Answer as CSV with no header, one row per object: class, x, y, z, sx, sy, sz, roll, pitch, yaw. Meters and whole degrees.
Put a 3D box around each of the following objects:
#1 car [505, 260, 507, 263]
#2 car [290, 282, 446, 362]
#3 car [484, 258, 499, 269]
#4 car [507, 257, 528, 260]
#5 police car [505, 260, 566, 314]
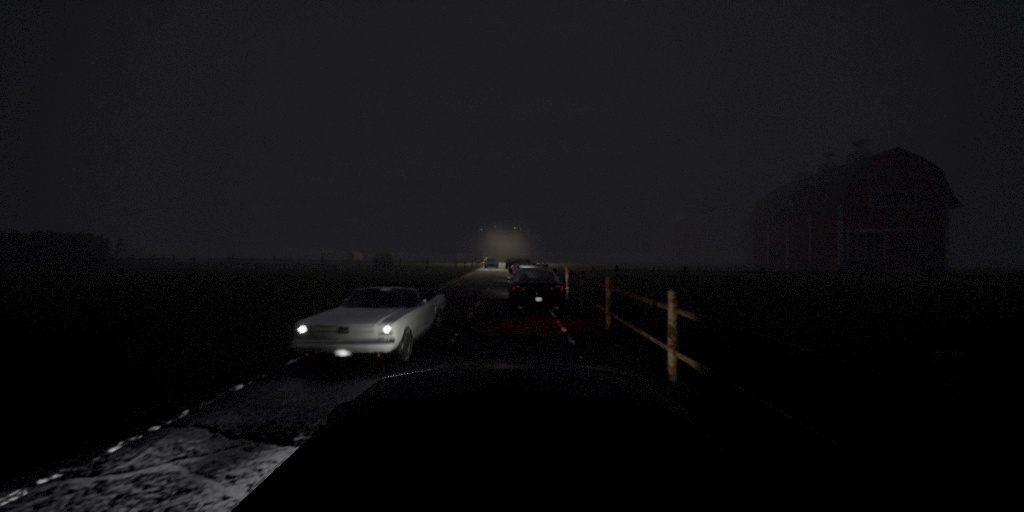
car,0.039,0.971,50.730,1.882,1.535,5.008,0,0,1
car,-2.850,1.317,8.246,1.895,1.301,4.718,0,0,0
car,-2.822,1.024,49.749,1.812,1.442,4.674,0,0,0
car,0.827,0.957,29.539,2.097,1.767,4.553,0,0,0
police car,0.826,1.113,13.679,1.930,1.638,5.238,0,0,0
